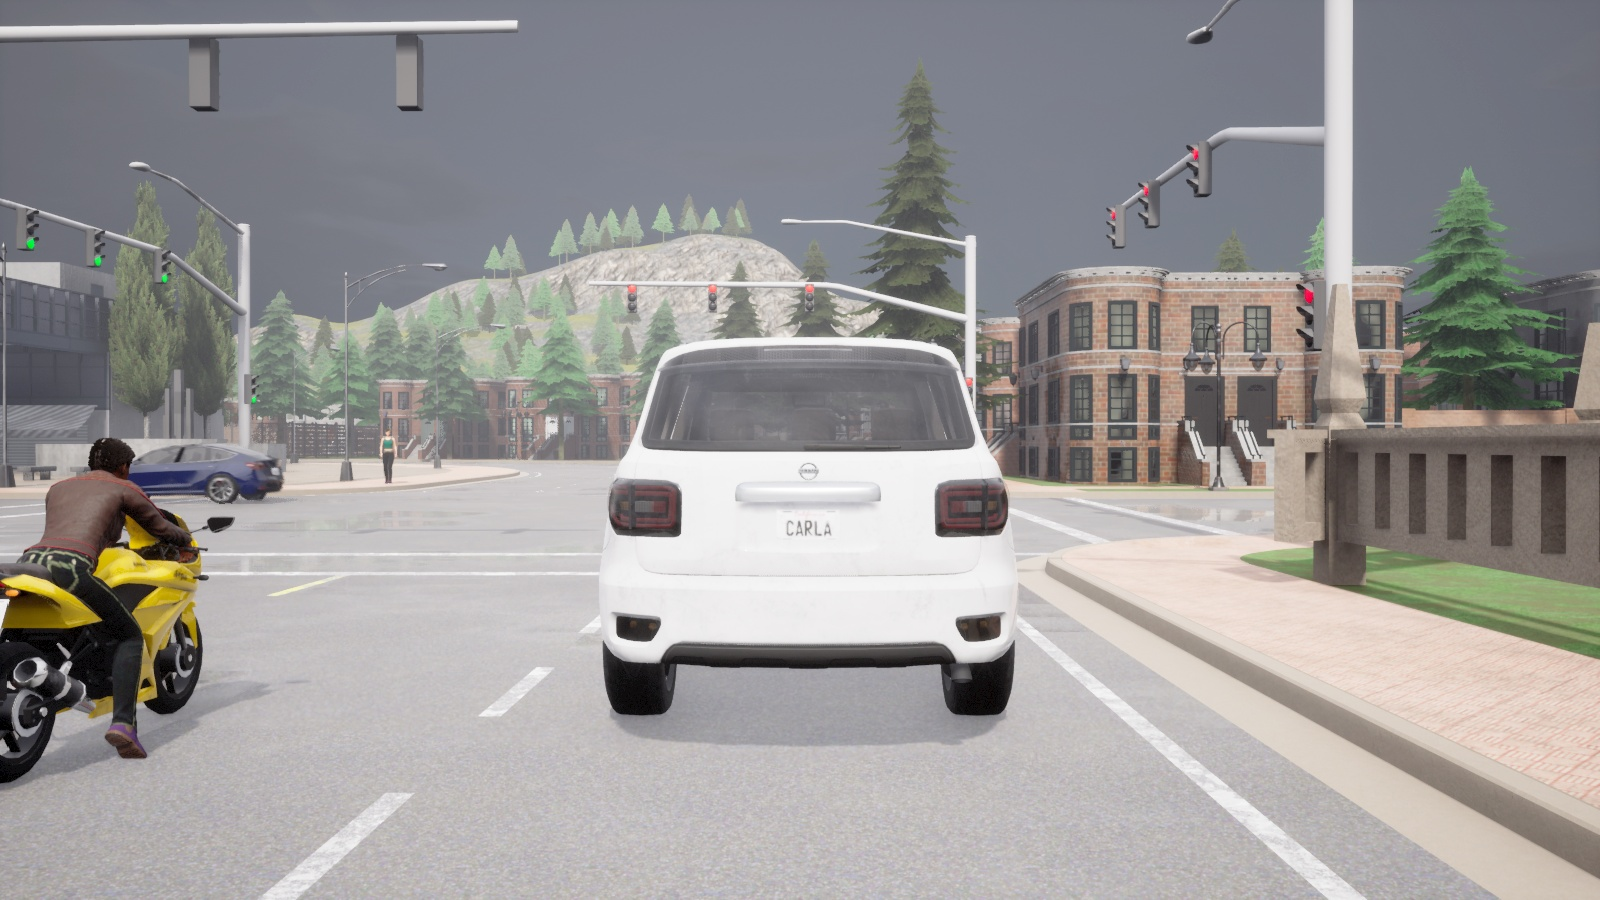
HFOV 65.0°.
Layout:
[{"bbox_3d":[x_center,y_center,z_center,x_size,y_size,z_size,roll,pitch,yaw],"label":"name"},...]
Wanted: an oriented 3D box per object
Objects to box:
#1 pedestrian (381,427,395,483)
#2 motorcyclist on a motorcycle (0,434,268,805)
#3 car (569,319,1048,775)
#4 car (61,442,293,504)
[{"bbox_3d":[-13.513,0.162,41.198,0.345,1.836,0.594,0,0,-9],"label":"pedestrian"},{"bbox_3d":[-3.453,0.691,6.178,0.797,1.523,2.044,0,0,0],"label":"motorcyclist on a motorcycle"},{"bbox_3d":[0.058,0.418,8.421,2.150,2.045,5.566,0,0,0],"label":"car"},{"bbox_3d":[-15.624,0.555,31.691,4.792,1.488,2.163,0,0,0],"label":"car"}]
